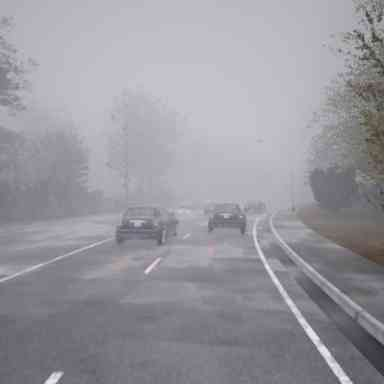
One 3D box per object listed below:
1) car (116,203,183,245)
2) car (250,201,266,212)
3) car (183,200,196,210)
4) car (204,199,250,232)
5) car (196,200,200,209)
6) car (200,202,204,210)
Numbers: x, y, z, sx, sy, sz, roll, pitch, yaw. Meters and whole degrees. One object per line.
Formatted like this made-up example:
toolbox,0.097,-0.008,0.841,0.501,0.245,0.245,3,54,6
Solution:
car,-2.003,1.403,16.152,2.097,1.767,4.553,0,0,8
car,7.485,1.651,39.049,1.895,1.301,4.718,-1,0,21
car,-0.065,1.834,48.800,2.033,1.411,5.357,-1,-1,24
car,2.281,1.392,20.479,2.097,1.767,4.553,0,0,11
car,2.656,1.729,46.224,1.812,1.442,4.674,-1,-1,23
car,2.672,1.675,35.782,1.994,1.385,4.181,-1,0,18
